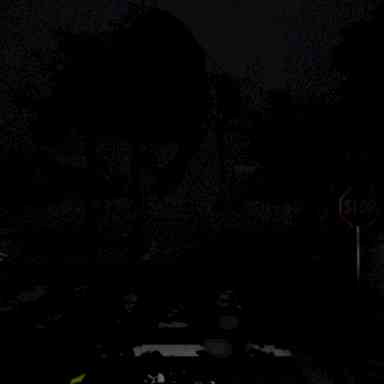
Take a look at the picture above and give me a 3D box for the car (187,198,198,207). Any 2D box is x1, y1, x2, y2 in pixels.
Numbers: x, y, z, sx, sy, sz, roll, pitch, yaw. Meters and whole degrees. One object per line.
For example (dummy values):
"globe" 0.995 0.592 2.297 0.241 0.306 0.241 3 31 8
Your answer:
"car" 0.075 1.861 57.015 1.994 1.385 4.181 0 -1 0

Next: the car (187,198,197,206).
"car" -0.022 1.917 66.894 1.837 1.490 4.892 0 -1 0
